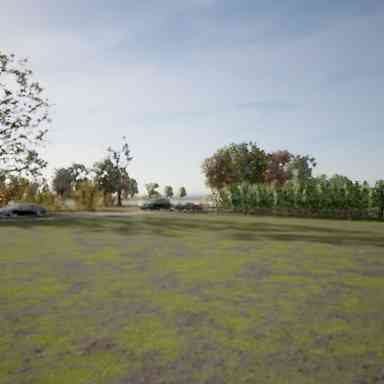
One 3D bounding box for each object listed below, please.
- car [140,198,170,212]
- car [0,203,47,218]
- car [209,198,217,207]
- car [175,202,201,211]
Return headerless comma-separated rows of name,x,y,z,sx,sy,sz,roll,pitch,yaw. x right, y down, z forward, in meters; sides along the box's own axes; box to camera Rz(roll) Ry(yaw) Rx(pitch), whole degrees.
car,-5.755,2.002,52.454,2.150,2.045,5.566,-1,-2,35
car,-17.929,1.954,35.181,2.128,1.511,4.902,-1,-2,35
car,5.367,2.179,63.348,2.150,2.045,5.566,-1,-2,35
car,-0.594,2.344,54.780,2.033,1.411,5.357,-1,-2,36
